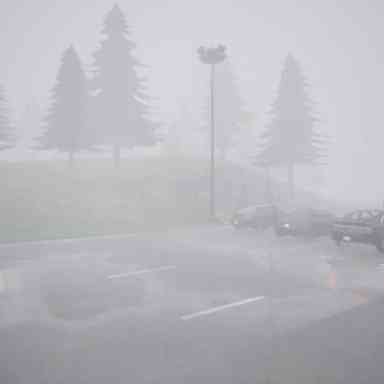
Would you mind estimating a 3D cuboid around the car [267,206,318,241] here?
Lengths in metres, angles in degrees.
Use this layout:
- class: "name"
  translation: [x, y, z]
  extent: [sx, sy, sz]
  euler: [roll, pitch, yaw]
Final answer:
- class: "car"
  translation: [6.083, 1.543, 16.721]
  extent: [4.181, 1.385, 1.994]
  euler: [0, 0, -35]

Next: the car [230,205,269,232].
- class: "car"
  translation: [4.332, 1.504, 19.771]
  extent: [4.674, 1.442, 1.812]
  euler: [0, 0, -35]

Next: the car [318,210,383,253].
- class: "car"
  translation: [7.633, 1.472, 13.532]
  extent: [4.902, 1.511, 2.128]
  euler: [0, 0, -35]
